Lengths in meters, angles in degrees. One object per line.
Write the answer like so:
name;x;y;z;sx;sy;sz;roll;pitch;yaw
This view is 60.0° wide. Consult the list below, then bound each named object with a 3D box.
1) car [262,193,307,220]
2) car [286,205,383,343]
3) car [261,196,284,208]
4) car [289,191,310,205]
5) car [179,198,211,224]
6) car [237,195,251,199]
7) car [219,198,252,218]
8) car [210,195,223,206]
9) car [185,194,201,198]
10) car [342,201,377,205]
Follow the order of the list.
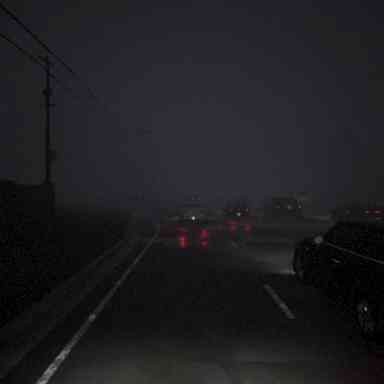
car;7.095;1.165;26.389;2.097;1.767;4.553;0;0;0
car;3.599;1.306;6.529;2.097;1.767;4.553;0;0;0
car;10.591;1.294;44.051;1.895;1.301;4.718;0;0;0
car;14.091;0.909;45.062;2.150;2.045;5.566;0;1;0
car;0.085;1.363;22.790;1.812;1.442;4.674;0;1;0
car;7.090;1.171;46.042;2.128;1.511;4.902;0;0;0
car;3.594;1.404;27.799;1.895;1.301;4.718;0;0;0
car;3.584;1.197;47.142;1.812;1.442;4.674;0;0;0
car;0.091;1.034;45.437;2.097;1.767;4.553;0;0;0
car;10.595;1.343;21.339;2.128;1.511;4.902;0;0;0
